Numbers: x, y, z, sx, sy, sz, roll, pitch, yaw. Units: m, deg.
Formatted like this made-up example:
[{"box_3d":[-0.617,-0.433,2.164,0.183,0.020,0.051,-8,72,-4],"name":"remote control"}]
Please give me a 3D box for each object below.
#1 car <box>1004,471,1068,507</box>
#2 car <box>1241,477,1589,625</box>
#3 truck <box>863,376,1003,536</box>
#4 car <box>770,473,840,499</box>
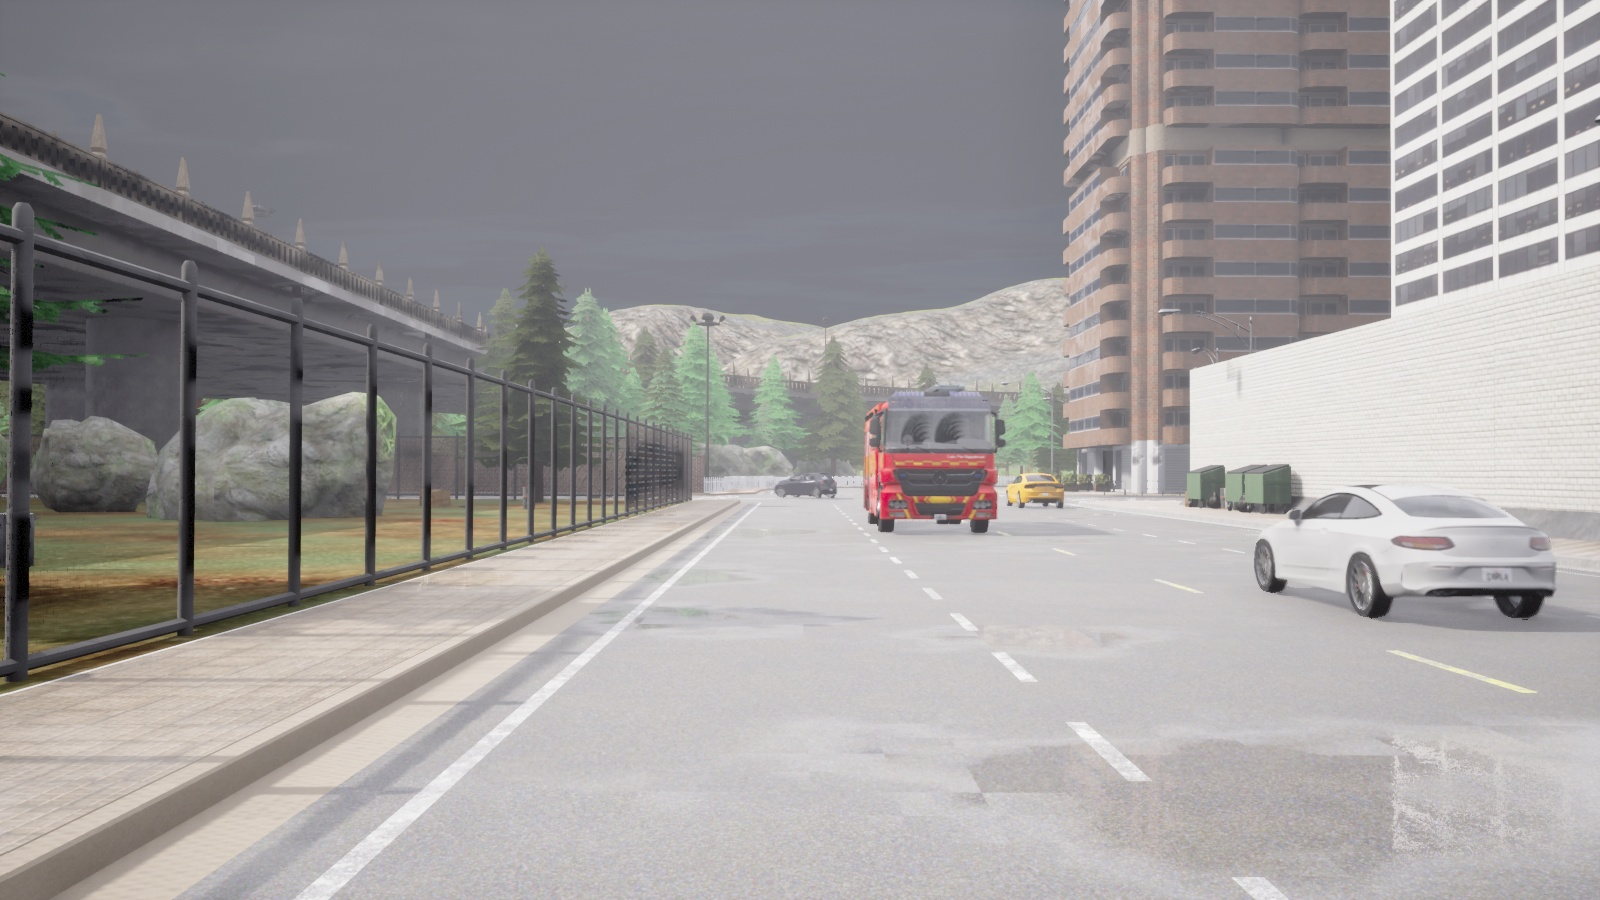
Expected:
[{"box_3d":[10.344,1.679,55.419,1.882,1.535,5.008,0,-1,0],"name":"car"},{"box_3d":[6.958,1.062,14.879,1.812,1.442,4.674,0,-1,0],"name":"car"},{"box_3d":[3.398,0.212,34.369,2.891,3.827,8.468,0,-1,0],"name":"truck"},{"box_3d":[0.261,2.071,72.626,3.633,1.501,1.845,-1,-1,35],"name":"car"}]
